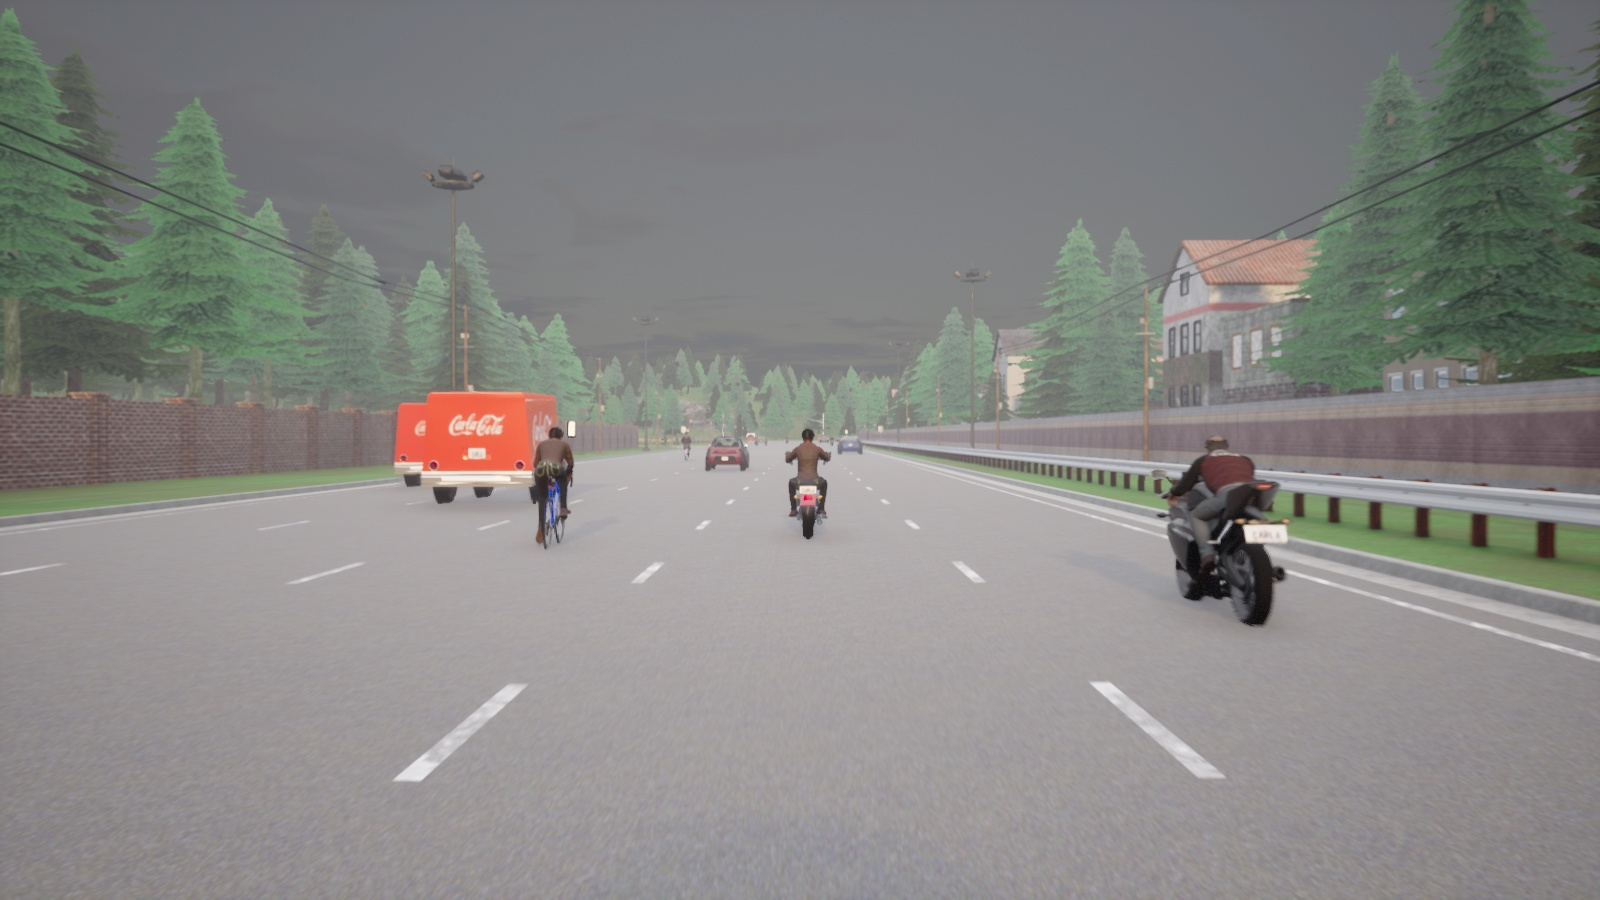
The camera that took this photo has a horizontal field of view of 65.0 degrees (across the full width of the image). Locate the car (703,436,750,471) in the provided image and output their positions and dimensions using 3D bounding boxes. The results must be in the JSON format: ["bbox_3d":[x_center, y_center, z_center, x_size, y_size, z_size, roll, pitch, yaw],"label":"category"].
[{"bbox_3d":[-3.177,0.121,55.115,1.816,1.474,4.193,0,1,0],"label":"car"}]

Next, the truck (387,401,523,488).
[{"bbox_3d":[-10.278,-0.187,37.926,2.627,2.467,5.204,0,1,0],"label":"truck"}]

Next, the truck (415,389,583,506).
[{"bbox_3d":[-6.822,-0.083,29.159,2.627,2.467,5.204,0,1,0],"label":"truck"}]

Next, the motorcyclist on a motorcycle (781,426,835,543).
[{"bbox_3d":[0.121,0.477,18.971,0.766,1.649,2.350,0,0,0],"label":"motorcyclist on a motorcycle"}]

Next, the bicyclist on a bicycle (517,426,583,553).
[{"bbox_3d":[-3.335,0.501,16.886,0.582,1.620,1.656,0,0,-1],"label":"bicyclist on a bicycle"}]

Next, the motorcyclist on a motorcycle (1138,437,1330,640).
[{"bbox_3d":[3.575,0.661,10.594,0.866,1.530,2.191,0,1,0],"label":"motorcyclist on a motorcycle"}]
